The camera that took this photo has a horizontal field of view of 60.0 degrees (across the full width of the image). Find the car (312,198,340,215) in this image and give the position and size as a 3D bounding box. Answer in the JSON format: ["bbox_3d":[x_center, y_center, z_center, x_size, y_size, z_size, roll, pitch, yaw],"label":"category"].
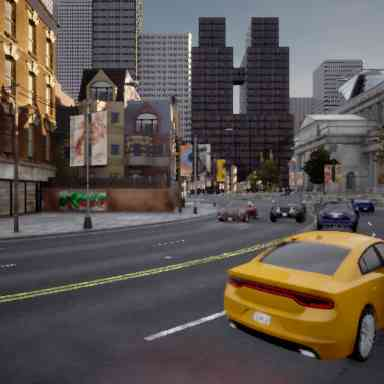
[{"bbox_3d":[13.965,1.487,34.923,1.837,1.490,4.892,0,0,10],"label":"car"}]

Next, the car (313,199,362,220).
[{"bbox_3d":[8.934,1.341,20.200,2.097,1.767,4.553,0,0,28],"label":"car"}]

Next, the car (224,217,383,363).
[{"bbox_3d":[2.684,1.475,6.045,5.008,1.535,1.882,0,1,-44],"label":"car"}]

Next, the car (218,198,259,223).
[{"bbox_3d":[3.613,1.333,25.434,2.097,1.767,4.553,0,0,25],"label":"car"}]

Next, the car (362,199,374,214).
[{"bbox_3d":[17.551,1.460,35.263,1.882,1.535,5.008,0,0,9],"label":"car"}]

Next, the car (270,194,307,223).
[{"bbox_3d":[7.442,1.207,25.282,2.150,2.045,5.566,0,0,24],"label":"car"}]
